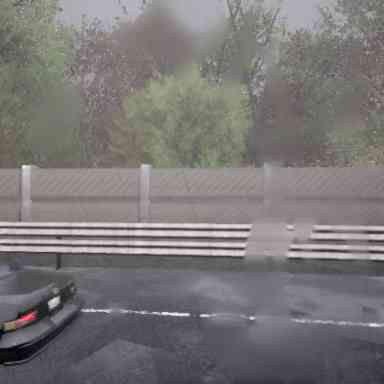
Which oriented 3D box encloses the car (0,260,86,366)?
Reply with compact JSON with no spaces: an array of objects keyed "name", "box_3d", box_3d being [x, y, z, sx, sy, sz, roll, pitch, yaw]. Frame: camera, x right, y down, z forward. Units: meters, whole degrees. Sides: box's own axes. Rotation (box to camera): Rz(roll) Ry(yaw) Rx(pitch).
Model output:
[{"name":"car","box_3d":[-4.374,1.560,4.771,5.357,1.411,2.033,0,0,5]}]
